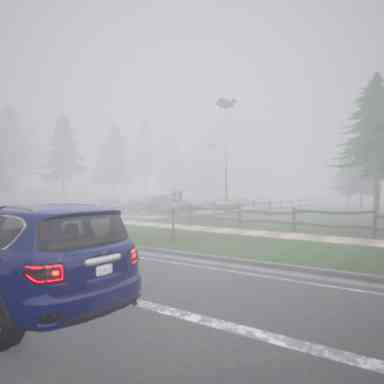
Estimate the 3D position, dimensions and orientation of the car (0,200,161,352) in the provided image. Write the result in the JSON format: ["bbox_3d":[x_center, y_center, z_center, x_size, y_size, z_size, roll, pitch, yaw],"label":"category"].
[{"bbox_3d":[-3.465,1.252,6.449,5.566,2.045,2.150,0,0,36],"label":"car"}]

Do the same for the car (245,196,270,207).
[{"bbox_3d":[10.727,1.456,52.308,2.097,1.767,4.553,0,0,35],"label":"car"}]

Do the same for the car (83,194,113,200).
[{"bbox_3d":[-10.466,1.503,40.443,2.097,1.767,4.553,0,0,35],"label":"car"}]

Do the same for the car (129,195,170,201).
[{"bbox_3d":[-4.171,1.339,37.231,2.150,2.045,5.566,0,0,35],"label":"car"}]

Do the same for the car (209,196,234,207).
[{"bbox_3d":[5.029,1.490,56.373,2.097,1.767,4.553,0,-1,35],"label":"car"}]

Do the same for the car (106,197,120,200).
[{"bbox_3d":[-7.264,1.612,38.913,1.882,1.535,5.008,0,0,35],"label":"car"}]

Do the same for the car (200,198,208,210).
[{"bbox_3d":[1.701,1.644,45.573,1.812,1.442,4.674,0,0,35],"label":"car"}]

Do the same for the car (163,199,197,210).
[{"bbox_3d":[-1.620,1.682,46.948,2.033,1.411,5.357,0,0,35],"label":"car"}]

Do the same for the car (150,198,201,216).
[{"bbox_3d":[-1.613,1.648,34.780,2.033,1.411,5.357,0,0,35],"label":"car"}]

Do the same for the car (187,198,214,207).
[{"bbox_3d":[1.467,1.699,57.402,2.033,1.411,5.357,0,0,35],"label":"car"}]

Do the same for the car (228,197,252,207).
[{"bbox_3d":[7.816,1.623,54.253,1.837,1.490,4.892,0,0,35],"label":"car"}]

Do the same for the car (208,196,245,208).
[{"bbox_3d":[4.574,1.579,43.584,1.882,1.535,5.008,0,0,35],"label":"car"}]
